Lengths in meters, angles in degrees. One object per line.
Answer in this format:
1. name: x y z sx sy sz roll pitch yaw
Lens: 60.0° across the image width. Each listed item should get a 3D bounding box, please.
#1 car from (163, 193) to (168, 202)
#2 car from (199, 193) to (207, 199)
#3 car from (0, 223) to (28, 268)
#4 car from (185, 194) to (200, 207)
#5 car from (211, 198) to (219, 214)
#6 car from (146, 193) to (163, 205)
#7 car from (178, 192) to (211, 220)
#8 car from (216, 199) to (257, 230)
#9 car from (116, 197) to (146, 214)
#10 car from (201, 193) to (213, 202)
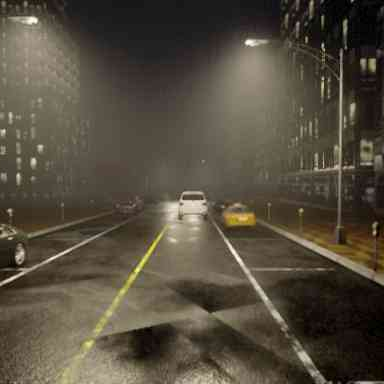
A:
1. car: -5.761 1.074 58.852 1.802 1.307 4.206 -1 0 0
2. car: 2.597 0.891 81.360 1.802 1.307 4.206 -1 0 0
3. car: -5.710 1.477 8.230 2.008 1.369 4.403 -1 1 0
4. car: 0.055 1.080 45.319 1.882 1.535 5.008 0 1 0
5. car: 2.648 1.292 30.737 1.947 1.339 4.313 -1 0 0
6. car: -5.750 1.130 47.603 1.887 1.381 4.507 -1 0 0
7. car: 0.075 0.992 25.906 2.150 2.045 5.566 0 1 0
8. car: 2.659 1.348 19.659 1.752 1.417 4.829 -1 1 0
9. car: -5.735 1.168 30.728 1.967 1.590 4.097 -1 0 0
10. car: 2.618 1.014 59.030 1.752 1.417 4.829 -1 0 0
